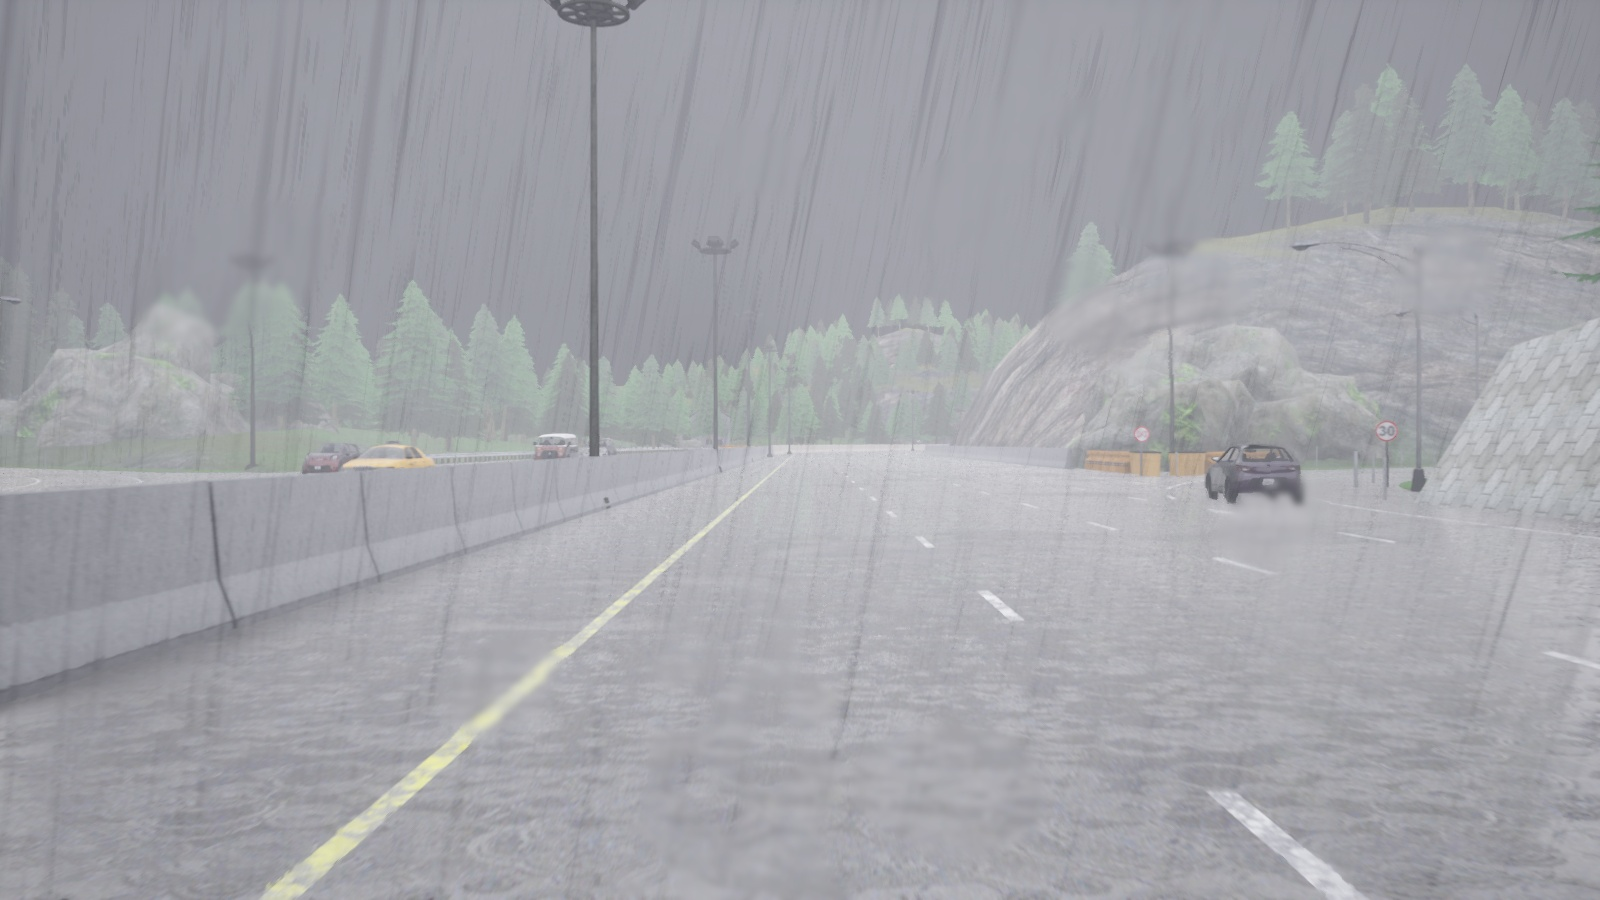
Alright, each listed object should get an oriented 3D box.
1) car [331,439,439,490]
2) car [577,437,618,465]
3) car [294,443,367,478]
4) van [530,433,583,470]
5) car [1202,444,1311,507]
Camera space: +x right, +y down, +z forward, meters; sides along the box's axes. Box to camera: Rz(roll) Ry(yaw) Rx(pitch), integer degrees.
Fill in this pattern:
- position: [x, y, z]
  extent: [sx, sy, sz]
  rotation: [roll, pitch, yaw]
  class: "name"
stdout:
- position: [-13.746, 0.437, 41.930]
  extent: [1.801, 1.575, 5.366]
  rotation: [0, 0, 0]
  class: "car"
- position: [-13.507, 0.081, 83.968]
  extent: [1.932, 1.855, 4.605]
  rotation: [0, 0, 0]
  class: "car"
- position: [-20.670, 0.432, 55.410]
  extent: [1.845, 1.501, 3.633]
  rotation: [0, 0, 0]
  class: "car"
- position: [-13.586, 0.064, 70.168]
  extent: [2.069, 2.038, 4.480]
  rotation: [0, 0, 0]
  class: "van"
- position: [11.464, 0.590, 31.795]
  extent: [1.816, 1.474, 4.193]
  rotation: [0, 0, 9]
  class: "car"
